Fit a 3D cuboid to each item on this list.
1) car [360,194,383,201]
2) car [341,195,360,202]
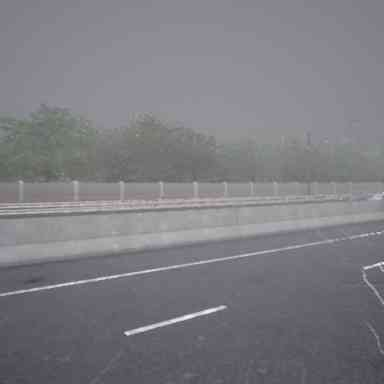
[{"bbox_3d":[23.380,1.032,41.327,4.674,1.442,1.812,-1,0,-33],"label":"car"},{"bbox_3d":[22.371,1.047,44.844,5.357,1.411,2.033,-1,0,-33],"label":"car"}]
